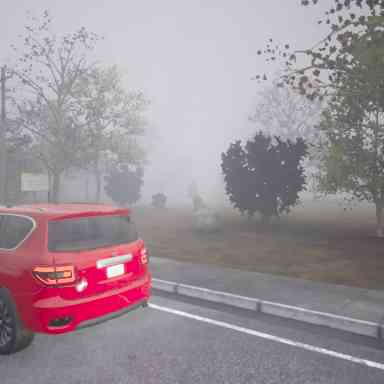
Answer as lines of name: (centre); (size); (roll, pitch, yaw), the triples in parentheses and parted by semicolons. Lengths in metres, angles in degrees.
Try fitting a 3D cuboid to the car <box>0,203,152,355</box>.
car: (-3.281, 1.221, 6.321); (5.566, 2.045, 2.150); (0, 0, 35)
